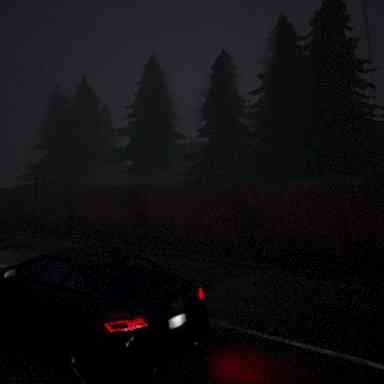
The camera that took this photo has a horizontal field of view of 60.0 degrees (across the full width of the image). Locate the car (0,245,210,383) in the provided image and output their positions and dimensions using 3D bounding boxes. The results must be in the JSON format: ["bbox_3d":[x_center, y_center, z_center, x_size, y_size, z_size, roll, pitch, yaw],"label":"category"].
[{"bbox_3d":[-1.807,1.564,5.280,4.181,1.385,1.994,0,0,35],"label":"car"}]
